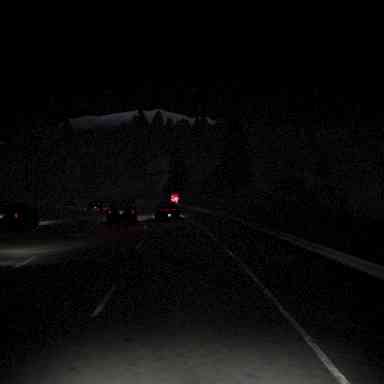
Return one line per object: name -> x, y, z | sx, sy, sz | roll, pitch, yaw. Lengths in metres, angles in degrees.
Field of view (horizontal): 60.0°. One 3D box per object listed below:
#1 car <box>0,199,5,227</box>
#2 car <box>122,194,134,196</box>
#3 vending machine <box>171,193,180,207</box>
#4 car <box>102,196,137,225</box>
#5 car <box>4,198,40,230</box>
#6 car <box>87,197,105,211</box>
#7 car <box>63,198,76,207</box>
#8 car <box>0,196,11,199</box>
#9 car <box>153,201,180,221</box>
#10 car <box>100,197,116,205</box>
car -> -6.740, 1.323, 7.440 | 2.150, 2.045, 5.566 | 0, 0, -4
car -> -12.598, 1.401, 64.187 | 2.150, 2.045, 5.566 | -1, 0, -24
vending machine -> -2.535, 1.224, 50.770 | 1.100, 2.100, 0.880 | -1, 0, -17
car -> -5.177, 1.427, 24.837 | 2.097, 1.767, 4.553 | -1, 0, -9
car -> -11.848, 1.528, 22.263 | 2.097, 1.767, 4.553 | -1, 0, -9
car -> -13.052, 1.696, 44.814 | 1.837, 1.490, 4.892 | 1, 0, -17
car -> -21.444, 1.842, 58.267 | 1.812, 1.442, 4.674 | 0, 0, -23
car -> -34.224, 1.735, 60.808 | 2.150, 2.045, 5.566 | -1, 0, -25
car -> -2.099, 1.530, 27.657 | 1.837, 1.490, 4.892 | 0, 0, -9
car -> -16.172, 1.725, 63.724 | 2.128, 1.511, 4.902 | -1, 0, -24
